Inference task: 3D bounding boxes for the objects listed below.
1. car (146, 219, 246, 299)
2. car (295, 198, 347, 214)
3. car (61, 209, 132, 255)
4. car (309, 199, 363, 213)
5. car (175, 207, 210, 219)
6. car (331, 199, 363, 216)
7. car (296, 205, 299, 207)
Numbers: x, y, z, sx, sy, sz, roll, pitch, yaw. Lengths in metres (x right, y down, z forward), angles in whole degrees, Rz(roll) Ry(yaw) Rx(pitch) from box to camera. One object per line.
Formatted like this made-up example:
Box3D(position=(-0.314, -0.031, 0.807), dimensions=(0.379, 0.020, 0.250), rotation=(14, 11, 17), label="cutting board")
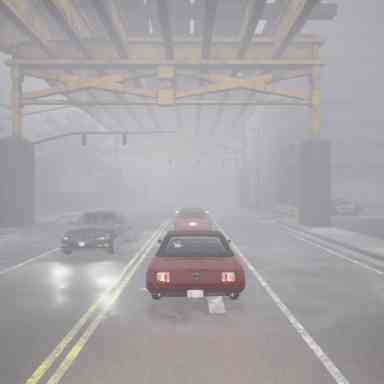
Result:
Box3D(position=(0.059, 1.594, 8.387), dimensions=(1.895, 1.301, 4.718), rotation=(0, 0, 0), label="car")
Box3D(position=(13.432, 1.396, 34.655), dimensions=(4.974, 1.542, 2.038), rotation=(0, 0, 25), label="car")
Box3D(position=(-3.630, 1.490, 13.381), dimensions=(1.837, 1.490, 4.892), rotation=(0, 0, 0), label="car")
Box3D(position=(13.174, 1.247, 30.512), dimensions=(4.536, 1.218, 1.853), rotation=(0, 0, -20), label="car")
Box3D(position=(0.018, 1.536, 18.347), dimensions=(1.994, 1.385, 4.181), rotation=(0, 0, -1), label="car")
Box3D(position=(13.125, 1.404, 30.494), dimensions=(4.974, 1.542, 2.038), rotation=(0, 0, -20), label="car")
Box3D(position=(13.479, 1.239, 34.633), dimensions=(4.536, 1.218, 1.853), rotation=(0, 0, 25), label="car")
